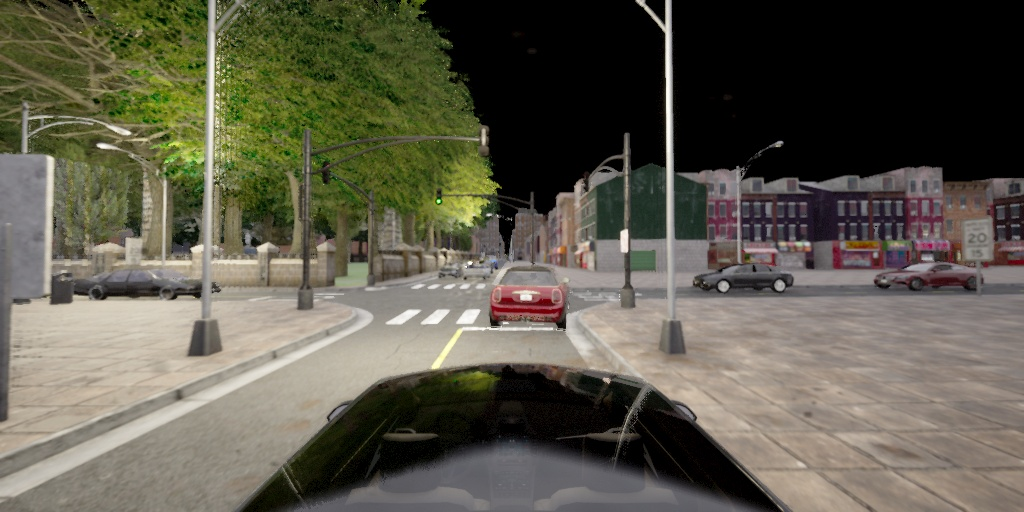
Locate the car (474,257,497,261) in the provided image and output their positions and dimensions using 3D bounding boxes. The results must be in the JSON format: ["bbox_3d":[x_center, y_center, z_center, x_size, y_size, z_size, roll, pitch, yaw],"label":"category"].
[{"bbox_3d":[-3.044,1.225,40.879,1.837,1.490,4.892,0,0,-1],"label":"car"}]

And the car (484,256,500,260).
[{"bbox_3d":[-3.122,0.946,51.541,2.150,2.045,5.566,0,0,0],"label":"car"}]

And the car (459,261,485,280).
[{"bbox_3d":[-2.960,1.323,30.803,1.895,1.301,4.718,0,0,2],"label":"car"}]

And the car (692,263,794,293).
[{"bbox_3d":[12.222,1.156,19.137,4.892,1.490,1.837,-1,-1,0],"label":"car"}]

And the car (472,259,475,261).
[{"bbox_3d":[-5.573,1.270,39.597,2.007,1.370,4.403,0,0,0],"label":"car"}]

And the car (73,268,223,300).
[{"bbox_3d":[-16.234,1.259,16.027,5.357,1.411,2.033,0,-1,0],"label":"car"}]

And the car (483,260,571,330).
[{"bbox_3d":[0.736,1.077,11.363,2.097,1.767,4.553,0,0,10],"label":"car"}]

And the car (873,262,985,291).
[{"bbox_3d":[22.252,1.068,19.209,4.674,1.442,1.812,-1,-1,0],"label":"car"}]

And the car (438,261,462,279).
[{"bbox_3d":[-5.540,1.272,32.461,2.007,1.370,4.403,0,0,0],"label":"car"}]
